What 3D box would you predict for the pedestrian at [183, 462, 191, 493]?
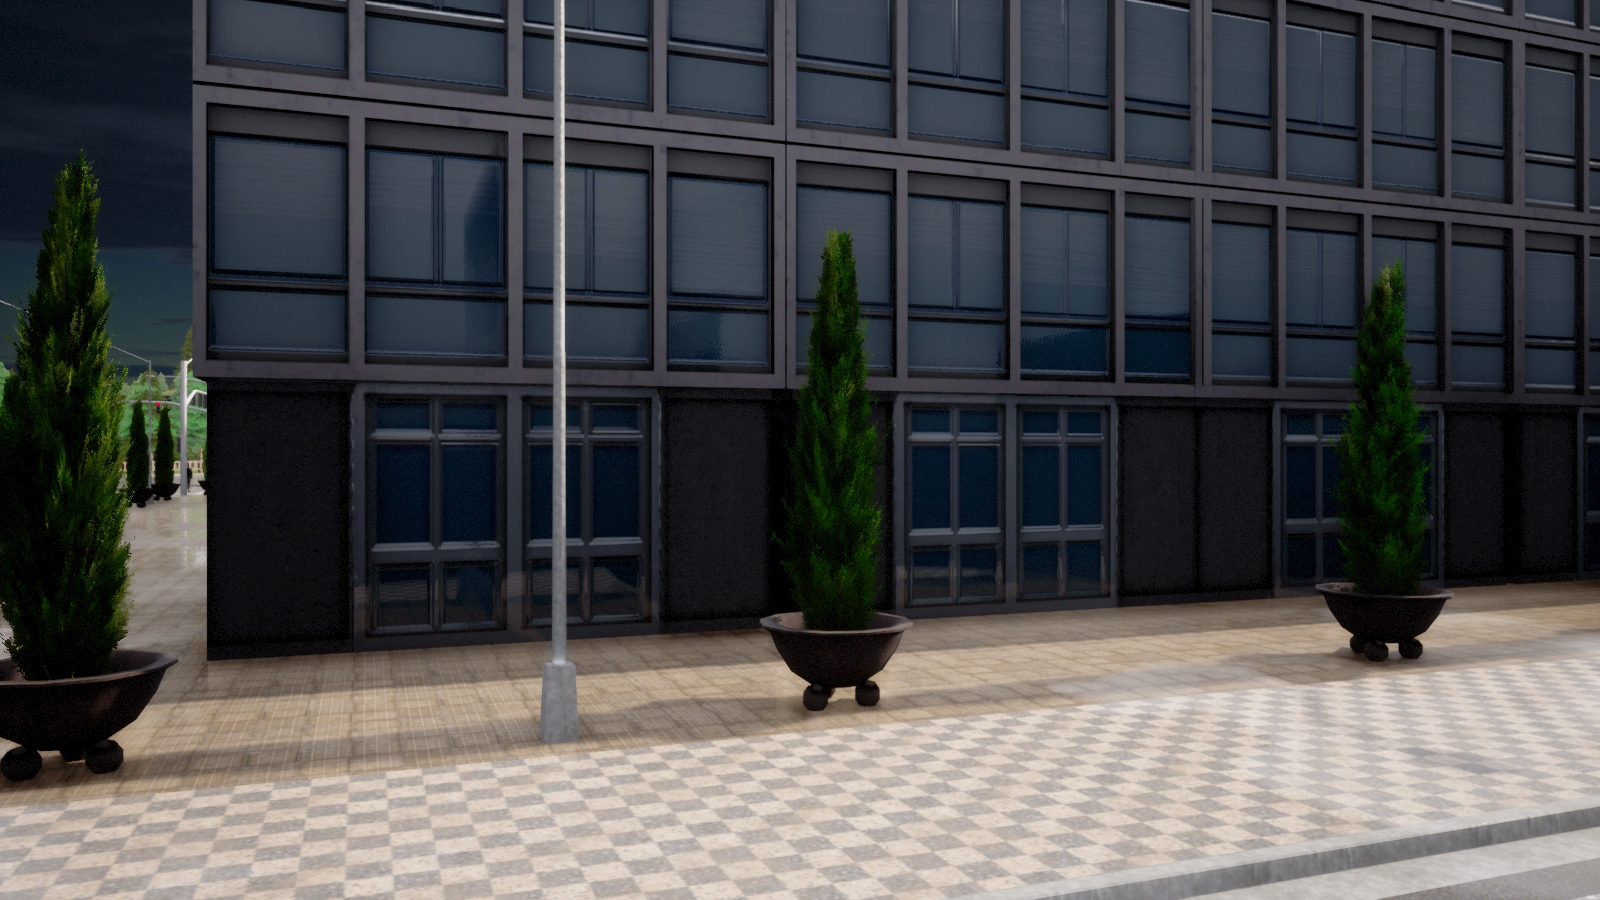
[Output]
[{"bbox_3d":[-36.794,1.663,68.573,0.375,1.860,0.375,0,0,-12],"label":"pedestrian"}]
